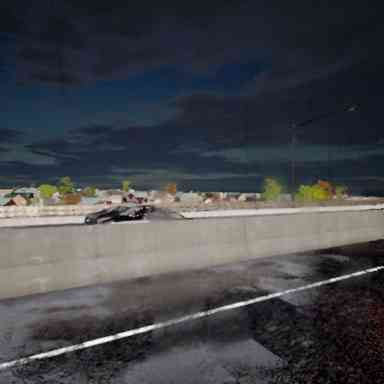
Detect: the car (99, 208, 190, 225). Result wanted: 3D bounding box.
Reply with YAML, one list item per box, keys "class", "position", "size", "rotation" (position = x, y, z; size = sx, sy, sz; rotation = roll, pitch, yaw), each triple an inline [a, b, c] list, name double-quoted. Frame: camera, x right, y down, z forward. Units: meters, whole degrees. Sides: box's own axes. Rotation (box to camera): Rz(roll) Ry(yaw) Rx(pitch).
- class: "car"
  position: [-1.617, 1.628, 15.707]
  size: [4.718, 1.301, 1.895]
  rotation: [0, 0, -35]

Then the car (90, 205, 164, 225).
- class: "car"
  position: [-2.963, 1.534, 19.038]
  size: [4.892, 1.490, 1.837]
  rotation: [0, 0, -35]

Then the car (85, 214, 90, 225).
- class: "car"
  position: [-4.872, 1.593, 21.973]
  size: [4.181, 1.385, 1.994]
  rotation: [0, 0, -35]
